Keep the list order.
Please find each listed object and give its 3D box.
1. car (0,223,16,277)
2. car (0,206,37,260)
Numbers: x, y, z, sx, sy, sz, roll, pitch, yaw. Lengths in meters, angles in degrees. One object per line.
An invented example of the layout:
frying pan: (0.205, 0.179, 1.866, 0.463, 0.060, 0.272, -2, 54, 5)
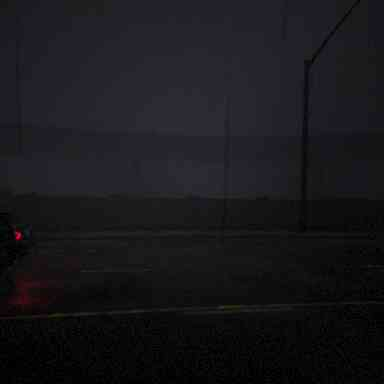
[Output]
car: (-6.829, 1.512, 6.698, 5.357, 1.411, 2.033, 1, 0, -15)
car: (-7.281, 1.317, 10.058, 4.553, 1.767, 2.097, 1, 0, -14)
